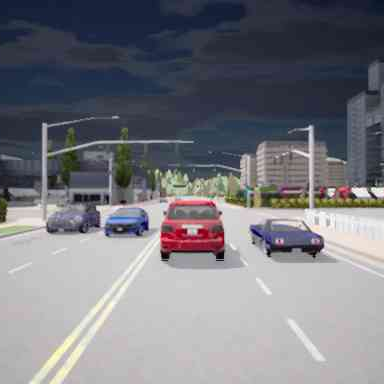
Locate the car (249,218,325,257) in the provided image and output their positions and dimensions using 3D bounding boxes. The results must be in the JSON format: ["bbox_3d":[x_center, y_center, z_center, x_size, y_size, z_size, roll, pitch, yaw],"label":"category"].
[{"bbox_3d":[3.536,1.695,13.373,1.895,1.301,4.718,0,0,0],"label":"car"}]

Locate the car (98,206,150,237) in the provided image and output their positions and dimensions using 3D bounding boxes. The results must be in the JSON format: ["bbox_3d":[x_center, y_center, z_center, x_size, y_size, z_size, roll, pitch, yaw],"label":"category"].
[{"bbox_3d":[-3.561,1.610,18.966,1.882,1.535,5.008,0,-1,0],"label":"car"}]

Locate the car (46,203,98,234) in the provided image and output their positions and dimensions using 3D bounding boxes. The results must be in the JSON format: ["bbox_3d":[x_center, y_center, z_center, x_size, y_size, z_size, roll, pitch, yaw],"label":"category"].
[{"bbox_3d":[-7.052,1.493,20.252,2.097,1.767,4.553,0,0,1],"label":"car"}]

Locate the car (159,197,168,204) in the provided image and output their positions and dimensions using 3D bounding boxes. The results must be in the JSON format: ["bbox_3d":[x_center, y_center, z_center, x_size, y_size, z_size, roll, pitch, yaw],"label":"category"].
[{"bbox_3d":[-7.026,2.094,81.879,1.812,1.442,4.674,0,0,0],"label":"car"}]

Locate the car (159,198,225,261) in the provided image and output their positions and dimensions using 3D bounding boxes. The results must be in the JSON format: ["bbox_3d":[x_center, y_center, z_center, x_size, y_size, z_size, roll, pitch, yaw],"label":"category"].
[{"bbox_3d":[0.033,1.313,12.826,2.150,2.045,5.566,0,0,0],"label":"car"}]

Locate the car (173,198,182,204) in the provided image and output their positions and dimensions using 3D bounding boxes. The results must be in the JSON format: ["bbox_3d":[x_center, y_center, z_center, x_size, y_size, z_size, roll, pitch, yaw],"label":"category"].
[{"bbox_3d":[-3.526,2.122,81.879,1.994,1.385,4.181,0,0,0],"label":"car"}]
